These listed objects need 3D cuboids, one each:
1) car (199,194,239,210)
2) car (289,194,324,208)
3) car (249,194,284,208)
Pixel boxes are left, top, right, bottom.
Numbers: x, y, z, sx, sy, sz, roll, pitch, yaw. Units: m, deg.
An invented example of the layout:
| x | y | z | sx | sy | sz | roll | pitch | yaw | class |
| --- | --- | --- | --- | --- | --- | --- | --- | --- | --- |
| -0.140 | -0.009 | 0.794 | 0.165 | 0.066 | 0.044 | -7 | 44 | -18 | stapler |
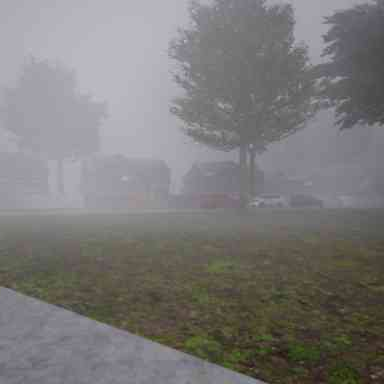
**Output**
| x | y | z | sx | sy | sz | roll | pitch | yaw | class |
| --- | --- | --- | --- | --- | --- | --- | --- | --- | --- |
| 3.609 | 1.253 | 42.535 | 5.566 | 2.045 | 2.150 | 1 | 0 | -27 | car |
| 16.966 | 1.397 | 49.364 | 5.566 | 2.045 | 2.150 | 1 | 0 | -27 | car |
| 11.156 | 1.319 | 49.483 | 5.566 | 2.045 | 2.150 | 1 | 0 | -27 | car |
